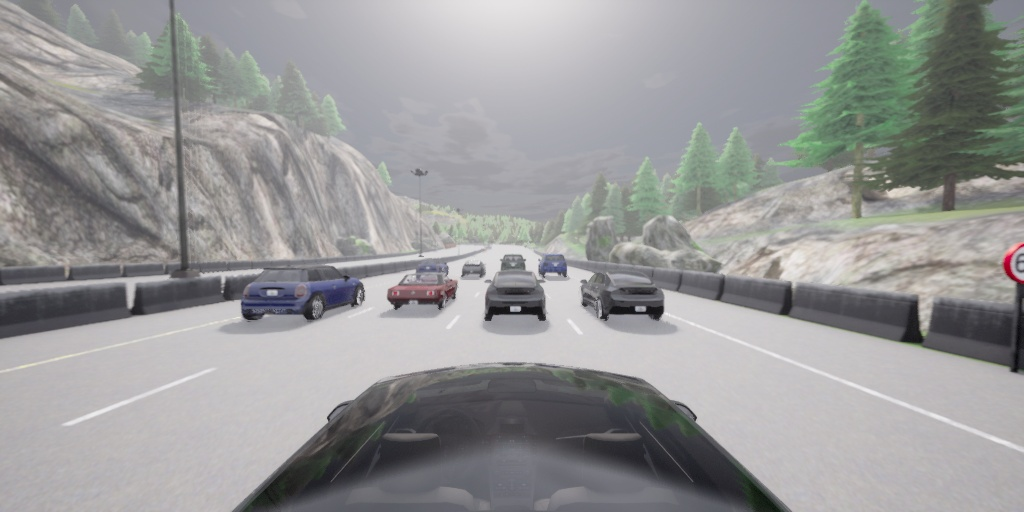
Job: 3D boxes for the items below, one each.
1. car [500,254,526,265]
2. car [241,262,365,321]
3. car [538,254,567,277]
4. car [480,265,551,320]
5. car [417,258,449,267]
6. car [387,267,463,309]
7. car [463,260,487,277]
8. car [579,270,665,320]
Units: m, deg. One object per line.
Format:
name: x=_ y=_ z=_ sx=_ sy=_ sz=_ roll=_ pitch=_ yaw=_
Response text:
car: x=0.102 y=0.809 z=32.266 sx=2.150 sy=2.045 sz=5.566 roll=0 pitch=1 yaw=0
car: x=-6.900 y=1.070 z=12.444 sx=2.097 sy=1.767 sz=4.553 roll=0 pitch=0 yaw=0
car: x=3.602 y=0.809 z=32.328 sx=2.150 sy=2.045 sz=5.566 roll=0 pitch=1 yaw=0
car: x=0.101 y=1.222 z=12.415 sx=1.837 sy=1.490 sz=4.892 roll=0 pitch=0 yaw=0
car: x=-6.898 y=0.948 z=31.520 sx=2.097 sy=1.767 sz=4.553 roll=0 pitch=1 yaw=0
car: x=-3.400 y=1.310 z=14.619 sx=1.895 sy=1.301 sz=4.718 roll=0 pitch=0 yaw=0
car: x=-3.398 y=1.076 z=32.589 sx=2.128 sy=1.511 sz=4.902 roll=0 pitch=1 yaw=0
car: x=3.601 y=1.222 z=12.453 sx=1.837 sy=1.490 sz=4.892 roll=0 pitch=0 yaw=0
